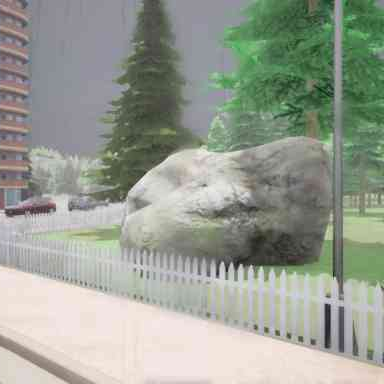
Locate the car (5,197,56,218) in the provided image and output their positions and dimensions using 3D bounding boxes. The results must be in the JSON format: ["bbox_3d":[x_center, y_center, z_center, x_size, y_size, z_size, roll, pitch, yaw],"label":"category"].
[{"bbox_3d":[-14.519,1.422,30.237,1.882,1.535,5.008,0,0,15],"label":"car"}]

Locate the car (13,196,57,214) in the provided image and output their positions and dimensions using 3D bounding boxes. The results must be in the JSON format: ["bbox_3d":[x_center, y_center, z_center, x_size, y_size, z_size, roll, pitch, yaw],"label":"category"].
[{"bbox_3d":[-16.783,1.296,35.880,2.097,1.767,4.553,0,0,8],"label":"car"}]

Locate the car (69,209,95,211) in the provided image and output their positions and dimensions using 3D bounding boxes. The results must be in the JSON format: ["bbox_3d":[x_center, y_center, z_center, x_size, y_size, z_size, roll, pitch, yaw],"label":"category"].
[{"bbox_3d":[-12.873,1.508,39.077,1.994,1.385,4.181,0,0,4],"label":"car"}]
